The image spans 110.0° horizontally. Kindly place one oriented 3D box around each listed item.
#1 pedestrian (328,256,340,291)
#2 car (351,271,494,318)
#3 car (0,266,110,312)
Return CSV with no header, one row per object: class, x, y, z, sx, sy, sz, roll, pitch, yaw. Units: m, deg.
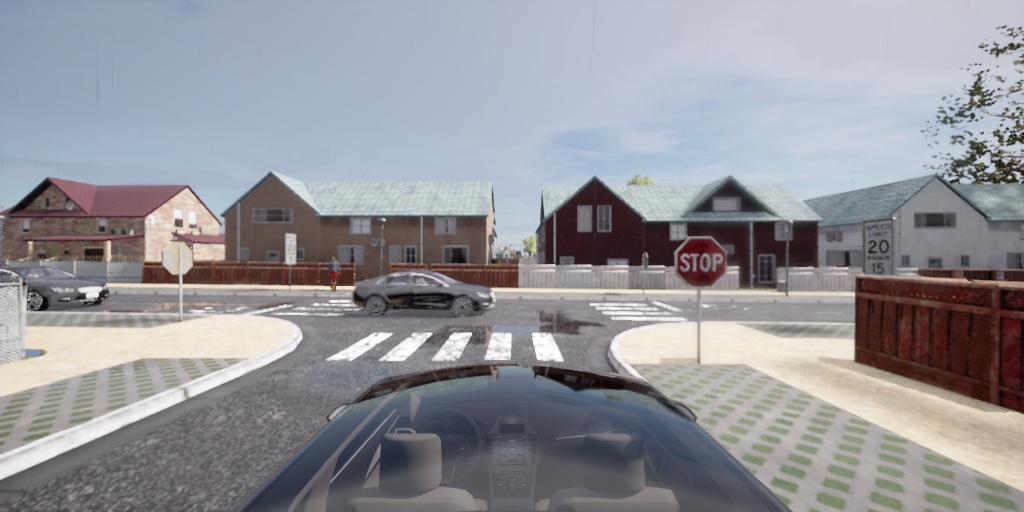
pedestrian,-9.329,0.889,18.726,0.375,1.860,0.375,0,-1,1
car,-3.084,1.281,12.711,4.902,1.511,2.128,0,0,1
car,-17.659,1.135,13.061,4.902,1.511,2.128,1,0,1
